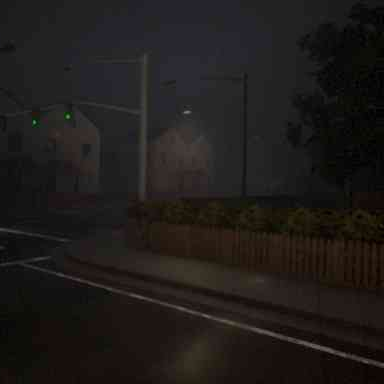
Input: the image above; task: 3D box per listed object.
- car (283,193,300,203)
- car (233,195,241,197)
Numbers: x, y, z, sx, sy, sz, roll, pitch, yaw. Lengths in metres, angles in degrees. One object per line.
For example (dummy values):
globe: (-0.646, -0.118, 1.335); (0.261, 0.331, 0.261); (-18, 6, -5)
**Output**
car: (16.468, 0.985, 55.248); (2.097, 1.767, 4.553); (2, 1, 40)
car: (6.606, 1.109, 47.662); (2.033, 1.411, 5.357); (1, 1, 35)
